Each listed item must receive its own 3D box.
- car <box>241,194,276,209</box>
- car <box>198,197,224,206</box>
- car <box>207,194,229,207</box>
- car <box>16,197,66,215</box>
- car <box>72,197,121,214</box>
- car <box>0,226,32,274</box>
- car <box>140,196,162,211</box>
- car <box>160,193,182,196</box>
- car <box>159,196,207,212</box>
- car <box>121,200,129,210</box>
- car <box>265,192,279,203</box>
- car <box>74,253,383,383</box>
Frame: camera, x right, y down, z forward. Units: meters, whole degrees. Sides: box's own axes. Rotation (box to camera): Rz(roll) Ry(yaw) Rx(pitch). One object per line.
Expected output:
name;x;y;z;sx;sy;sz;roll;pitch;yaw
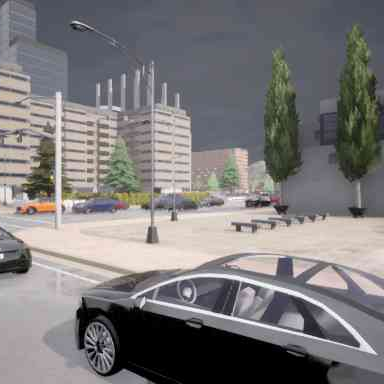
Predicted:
car;9.284;1.477;46.196;1.882;1.535;5.008;0;0;41
car;3.141;1.526;55.403;1.812;1.442;4.674;0;0;41
car;2.845;1.491;49.741;2.128;1.511;4.902;0;0;41
car;-15.432;1.352;34.102;2.097;1.767;4.553;0;0;42
car;-10.170;1.352;34.733;2.097;1.767;4.553;0;0;41
car;-6.318;1.564;9.473;4.181;1.385;1.994;0;0;40
car;-3.967;1.547;41.895;2.033;1.411;5.357;0;0;41
car;-3.575;1.221;47.686;2.150;2.045;5.566;0;0;41
car;-0.991;1.547;39.678;2.033;1.411;5.357;0;0;41
car;-9.733;1.564;40.577;1.994;1.385;4.181;0;0;41
car;15.638;1.221;58.877;2.150;2.045;5.566;0;0;41
car;0.588;1.492;3.855;4.902;1.511;2.128;0;0;37
